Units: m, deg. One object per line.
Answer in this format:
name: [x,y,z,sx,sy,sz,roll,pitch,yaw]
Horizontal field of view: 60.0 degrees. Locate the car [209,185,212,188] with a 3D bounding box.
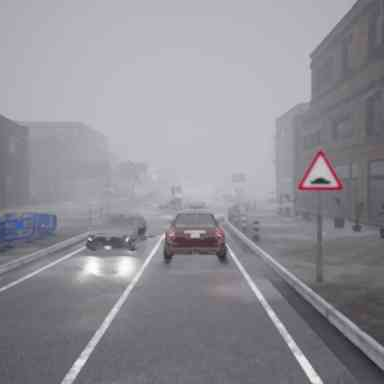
car: [7.972,-0.545,94.285,5.008,1.535,2.097,0,2,-1]

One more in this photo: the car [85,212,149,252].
car: [-3.056,1.610,14.732,2.033,1.411,5.357,1,1,0]

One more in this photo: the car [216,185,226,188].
car: [8.148,0.001,75.001,4.553,1.767,2.185,0,2,-1]

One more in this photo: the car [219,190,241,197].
car: [8.214,0.277,72.254,4.674,1.452,2.002,0,2,-1]

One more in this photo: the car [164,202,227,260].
car: [0.105,1.433,12.915,2.097,1.767,4.553,0,0,0]

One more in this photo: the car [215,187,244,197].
car: [8.055,0.347,69.496,5.366,1.575,1.946,0,2,-1]

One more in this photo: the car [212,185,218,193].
car: [8.179,-0.232,77.750,5.566,2.045,2.435,0,2,-1]

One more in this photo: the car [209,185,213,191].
car: [7.967,-0.430,91.531,4.792,1.488,2.163,0,2,-1]

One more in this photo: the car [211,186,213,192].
car: [8.084,-0.183,83.267,5.008,1.535,2.097,0,2,-1]
